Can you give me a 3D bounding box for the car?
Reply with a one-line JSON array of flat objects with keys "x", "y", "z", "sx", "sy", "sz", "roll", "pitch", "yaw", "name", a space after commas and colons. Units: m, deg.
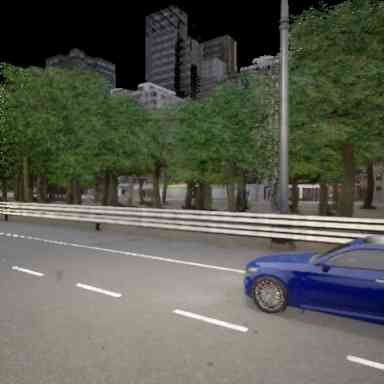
[{"x": 3.185, "y": 1.532, "z": 5.897, "sx": 4.674, "sy": 1.442, "sz": 1.812, "roll": 0, "pitch": 0, "yaw": 35, "name": "car"}]
